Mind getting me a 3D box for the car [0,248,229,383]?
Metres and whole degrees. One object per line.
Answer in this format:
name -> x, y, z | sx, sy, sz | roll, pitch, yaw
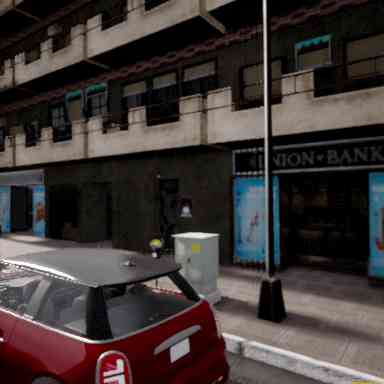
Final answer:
car -> -1.687, 1.424, 4.097 | 4.097, 1.590, 1.967 | 0, -1, 36
